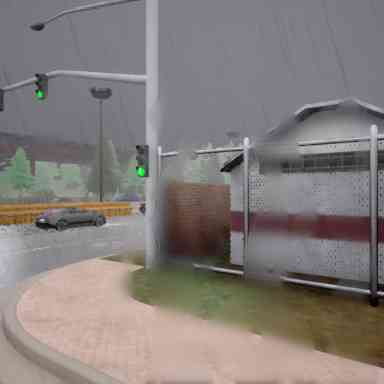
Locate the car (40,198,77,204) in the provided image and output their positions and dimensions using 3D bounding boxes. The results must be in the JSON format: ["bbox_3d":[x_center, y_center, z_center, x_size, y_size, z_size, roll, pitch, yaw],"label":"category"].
[{"bbox_3d":[-15.880,1.505,39.628,1.837,1.490,4.892,0,0,34],"label":"car"}]

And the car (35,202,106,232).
[{"bbox_3d":[-7.367,1.564,20.523,1.994,1.385,4.181,0,0,34],"label":"car"}]

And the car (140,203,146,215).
[{"bbox_3d":[-3.064,1.477,33.253,1.882,1.535,5.008,0,0,34],"label":"car"}]
